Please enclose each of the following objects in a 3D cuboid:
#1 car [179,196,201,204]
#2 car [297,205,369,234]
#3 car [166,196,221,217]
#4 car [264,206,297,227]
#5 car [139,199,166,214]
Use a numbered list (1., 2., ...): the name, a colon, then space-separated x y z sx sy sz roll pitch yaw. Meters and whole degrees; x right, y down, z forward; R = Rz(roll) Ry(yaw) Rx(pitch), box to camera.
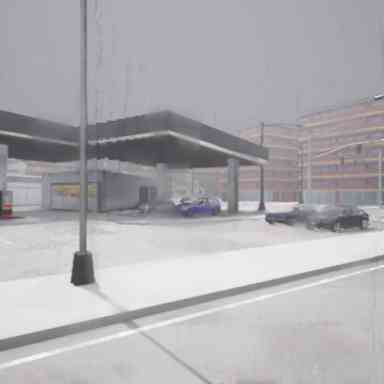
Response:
1. car: -0.385 1.622 65.469 1.837 1.490 4.892 0 0 -36
2. car: 8.762 1.564 19.988 4.892 1.490 1.837 1 0 -35
3. car: 0.449 1.351 30.245 4.611 1.667 2.242 0 0 -35
4. car: 7.238 1.661 23.204 4.718 1.301 1.895 0 0 -35
5. car: -3.508 1.510 34.478 3.806 1.475 1.970 0 0 -35
